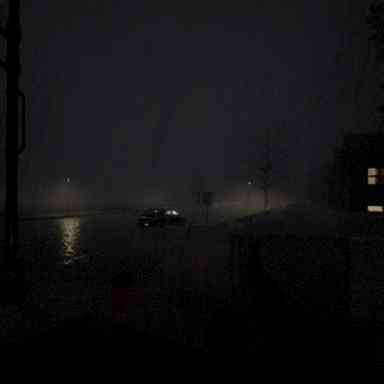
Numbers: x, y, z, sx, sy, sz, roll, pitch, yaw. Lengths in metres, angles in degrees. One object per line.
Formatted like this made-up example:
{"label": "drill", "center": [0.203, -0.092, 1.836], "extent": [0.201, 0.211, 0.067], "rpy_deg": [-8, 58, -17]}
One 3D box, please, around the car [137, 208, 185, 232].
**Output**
{"label": "car", "center": [-2.015, 1.883, 23.264], "extent": [2.128, 1.511, 4.902], "rpy_deg": [1, 0, 21]}
